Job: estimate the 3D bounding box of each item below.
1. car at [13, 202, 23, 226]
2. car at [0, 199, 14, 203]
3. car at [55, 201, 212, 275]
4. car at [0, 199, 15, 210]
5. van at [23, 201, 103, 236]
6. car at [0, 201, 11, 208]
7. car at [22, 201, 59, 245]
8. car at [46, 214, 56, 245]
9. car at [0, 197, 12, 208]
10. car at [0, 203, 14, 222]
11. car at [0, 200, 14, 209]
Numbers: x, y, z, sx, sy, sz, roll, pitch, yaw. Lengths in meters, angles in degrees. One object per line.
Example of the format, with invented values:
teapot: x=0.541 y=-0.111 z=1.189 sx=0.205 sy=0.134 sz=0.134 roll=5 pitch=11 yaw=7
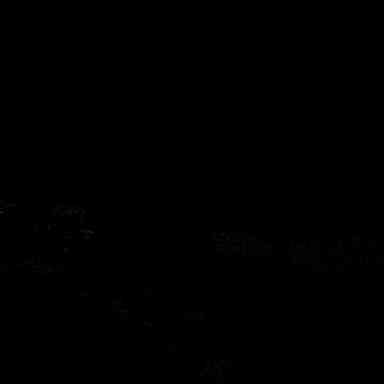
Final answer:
car: x=-6.557 y=1.569 z=18.882 sx=2.435 sy=2.045 sz=5.566 roll=1 pitch=-2 yaw=35
car: x=-14.993 y=1.829 z=31.064 sx=2.185 sy=1.767 sz=4.553 roll=1 pitch=-2 yaw=35
car: x=-1.463 y=1.491 z=11.653 sx=2.435 sy=2.045 sz=5.566 roll=0 pitch=-2 yaw=35
car: x=-33.604 y=2.112 z=57.762 sx=2.185 sy=1.767 sz=4.553 roll=1 pitch=-2 yaw=35
van: x=-8.175 y=1.627 z=21.432 sx=1.878 sy=1.987 sz=4.442 roll=0 pitch=-2 yaw=35
car: x=-37.013 y=2.328 z=62.586 sx=2.002 sy=1.452 sz=4.674 roll=0 pitch=-2 yaw=35
car: x=-4.865 y=1.542 z=16.454 sx=2.435 sy=2.045 sz=5.566 roll=1 pitch=-2 yaw=35
car: x=-3.170 y=1.796 z=14.016 sx=2.163 sy=1.488 sz=4.792 roll=1 pitch=-2 yaw=35
car: x=-38.688 y=2.064 z=65.049 sx=2.435 sy=2.045 sz=5.566 roll=0 pitch=-2 yaw=35
car: x=-13.319 y=1.928 z=28.603 sx=2.231 sy=1.521 sz=4.892 roll=0 pitch=-2 yaw=35
car: x=-35.316 y=2.263 z=60.164 sx=2.231 sy=1.521 sz=4.892 roll=1 pitch=-2 yaw=35
